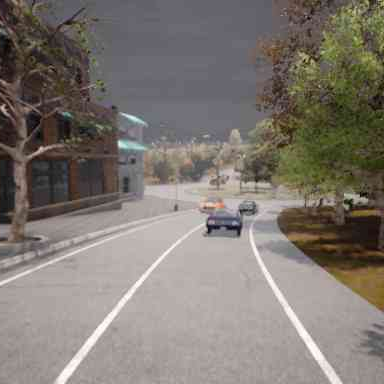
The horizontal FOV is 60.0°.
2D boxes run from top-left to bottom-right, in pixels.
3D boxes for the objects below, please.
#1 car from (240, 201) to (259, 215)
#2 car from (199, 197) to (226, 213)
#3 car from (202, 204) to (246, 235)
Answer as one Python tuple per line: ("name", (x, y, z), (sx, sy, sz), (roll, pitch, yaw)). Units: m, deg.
("car", (6.198, 1.650, 36.469), (2.033, 1.411, 5.357), (2, 0, 17))
("car", (2.230, 1.341, 35.127), (2.097, 1.767, 4.553), (2, 0, 17))
("car", (1.972, 1.607, 19.216), (1.895, 1.301, 4.718), (1, 0, 10))
